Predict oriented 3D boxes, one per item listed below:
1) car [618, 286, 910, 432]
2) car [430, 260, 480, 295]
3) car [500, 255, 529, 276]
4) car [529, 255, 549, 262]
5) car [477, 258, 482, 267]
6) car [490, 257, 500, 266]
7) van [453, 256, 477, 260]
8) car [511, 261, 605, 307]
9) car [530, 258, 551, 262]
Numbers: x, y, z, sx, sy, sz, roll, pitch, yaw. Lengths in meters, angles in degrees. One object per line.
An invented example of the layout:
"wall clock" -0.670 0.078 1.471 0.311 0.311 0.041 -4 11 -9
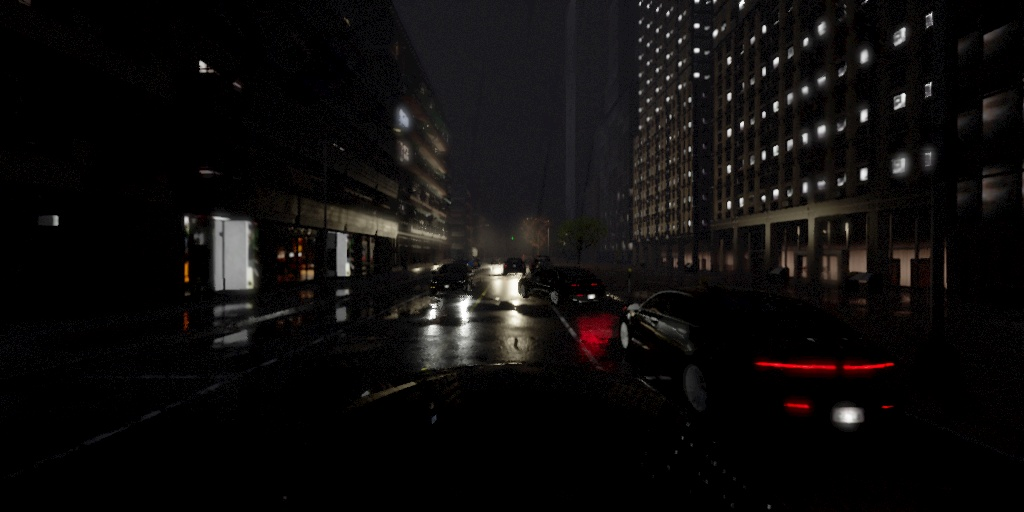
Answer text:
"car" 3.166 1.226 5.781 1.837 1.490 4.892 0 0 0
"car" -3.008 1.143 18.986 1.837 1.490 4.892 0 0 0
"car" 0.255 0.896 34.057 2.097 1.767 4.553 0 0 0
"car" 2.878 0.845 36.233 2.192 1.841 5.009 0 0 0
"car" -5.444 0.990 47.154 1.751 1.417 4.829 0 0 0
"car" -2.676 0.887 61.468 1.837 1.490 4.892 0 0 0
"van" -5.473 0.838 41.801 1.690 1.789 3.998 0 0 0
"car" 1.888 1.169 15.067 1.837 1.490 4.892 -1 1 -23
"car" 2.848 1.114 30.709 2.007 1.370 4.403 0 0 0
